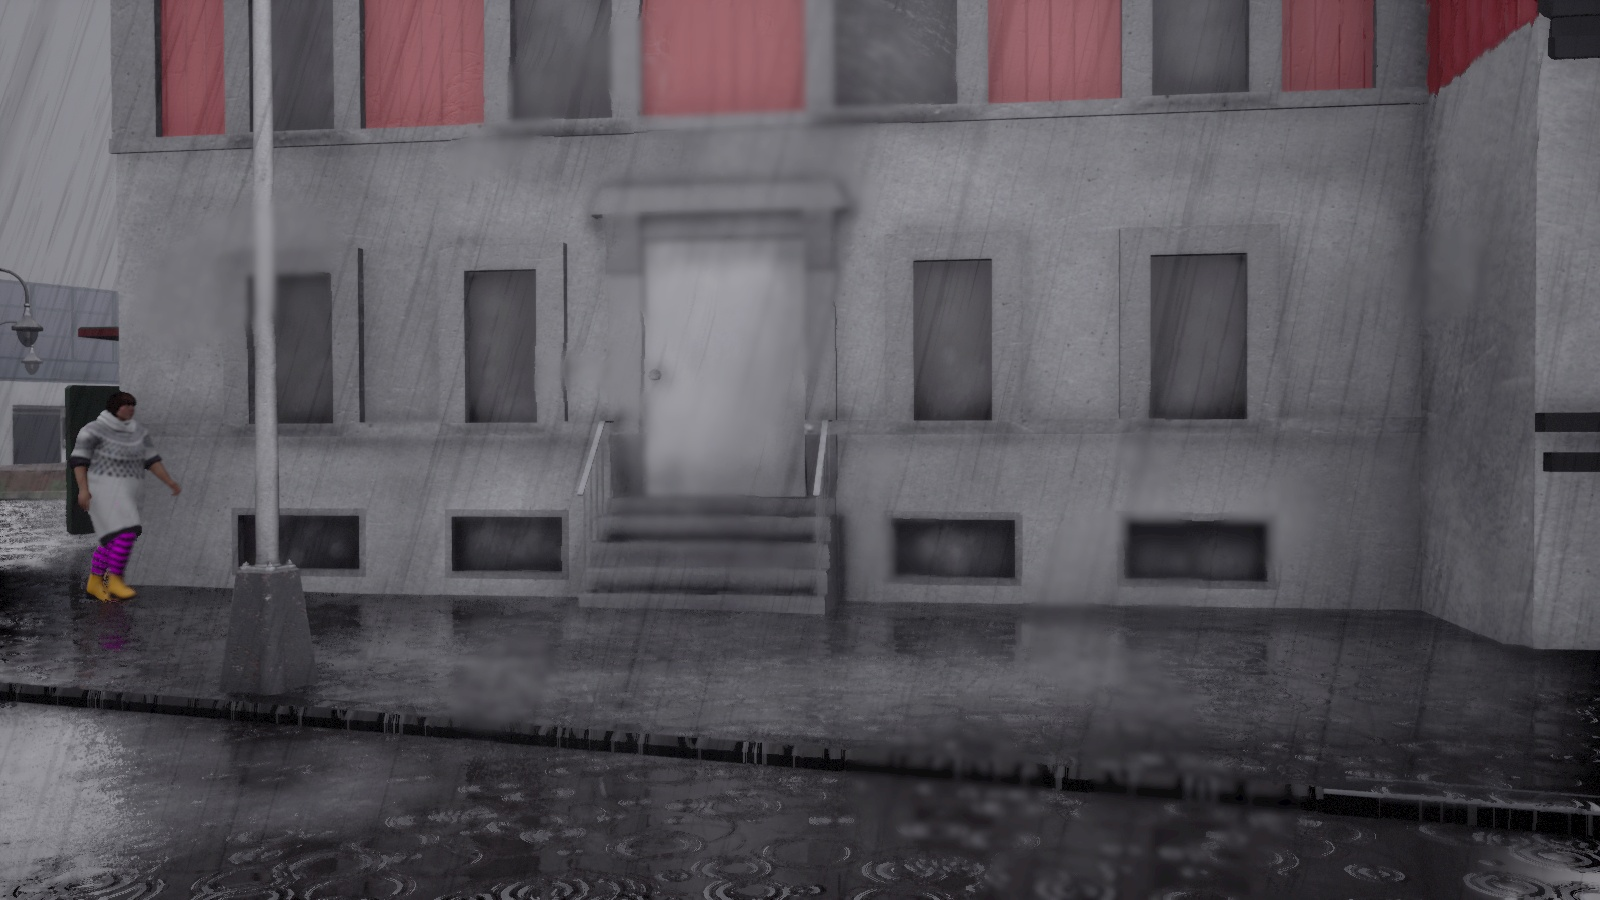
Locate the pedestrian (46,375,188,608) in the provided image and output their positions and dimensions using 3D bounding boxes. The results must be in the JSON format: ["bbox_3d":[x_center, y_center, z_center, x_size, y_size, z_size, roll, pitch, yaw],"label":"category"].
[{"bbox_3d":[-5.937,0.339,10.941,0.873,1.952,0.659,1,1,18],"label":"pedestrian"}]
